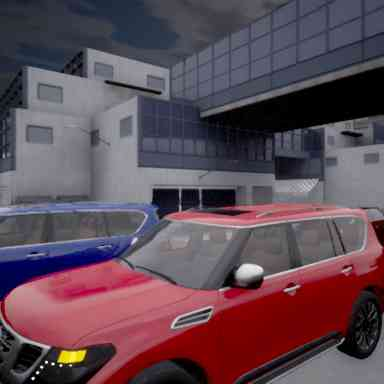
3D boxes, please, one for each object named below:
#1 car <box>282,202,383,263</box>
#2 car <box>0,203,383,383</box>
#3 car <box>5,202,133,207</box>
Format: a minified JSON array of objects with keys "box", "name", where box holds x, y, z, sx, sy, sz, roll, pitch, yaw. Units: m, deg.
[{"box":[5.767,1.348,12.723,4.553,1.767,2.097,0,0,-37],"name":"car"},{"box":[0.505,1.221,4.382,5.566,2.045,2.150,0,0,-37],"name":"car"},{"box":[-3.022,1.225,6.259,5.566,2.045,2.150,0,0,-34],"name":"car"}]
